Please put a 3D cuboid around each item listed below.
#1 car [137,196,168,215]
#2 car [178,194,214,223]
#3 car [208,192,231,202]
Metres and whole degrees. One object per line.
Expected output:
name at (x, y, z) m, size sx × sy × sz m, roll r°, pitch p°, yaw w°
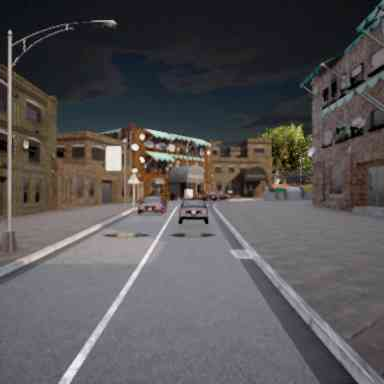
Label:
car at (-3.010, 0.991, 25.961) m, size 1.994 × 1.385 × 4.181 m, roll 0°, pitch 2°, yaw 1°
car at (0.092, 1.119, 21.473) m, size 2.033 × 1.411 × 5.357 m, roll 0°, pitch 2°, yaw 0°
car at (3.168, 0.636, 42.005) m, size 1.895 × 1.301 × 4.718 m, roll 0°, pitch 0°, yaw 31°
